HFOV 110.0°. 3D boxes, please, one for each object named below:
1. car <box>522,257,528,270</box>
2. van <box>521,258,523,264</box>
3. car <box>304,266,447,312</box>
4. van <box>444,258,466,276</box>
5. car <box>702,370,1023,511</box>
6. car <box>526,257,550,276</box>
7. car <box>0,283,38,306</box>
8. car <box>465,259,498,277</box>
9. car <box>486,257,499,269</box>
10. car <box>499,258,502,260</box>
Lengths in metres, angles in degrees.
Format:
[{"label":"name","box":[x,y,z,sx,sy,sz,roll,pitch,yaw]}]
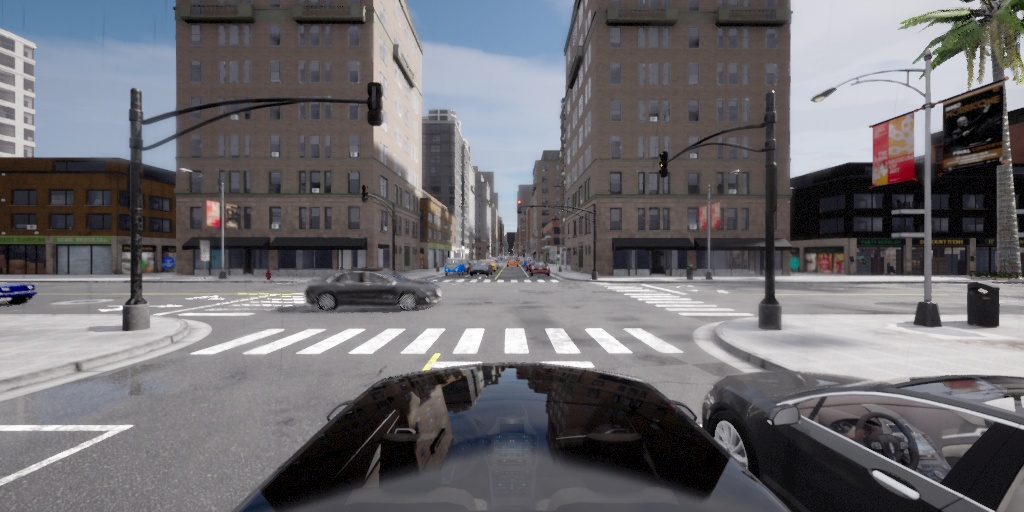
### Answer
[{"label":"car","box":[2.755,1.189,47.717,1.967,1.591,4.097,0,0,0]},{"label":"van","box":[2.779,1.089,59.056,1.690,1.789,3.998,0,0,0]},{"label":"car","box":[-5.189,1.253,13.640,4.892,1.490,1.837,0,0,0]},{"label":"van","box":[-5.794,1.090,36.395,1.690,1.789,3.998,0,0,0]},{"label":"car","box":[2.668,1.300,1.729,2.007,1.370,4.403,0,0,0]},{"label":"car","box":[2.732,1.189,36.379,1.967,1.591,4.097,0,0,0]},{"label":"car","box":[-21.281,1.322,13.517,4.718,1.301,1.895,0,0,0]},{"label":"car","box":[-3.009,1.297,36.585,2.033,1.411,5.357,0,0,4]},{"label":"car","box":[-3.016,1.227,46.287,1.882,1.535,5.008,0,0,0]},{"label":"car","box":[-2.987,1.349,56.206,1.895,1.301,4.718,0,0,0]}]
